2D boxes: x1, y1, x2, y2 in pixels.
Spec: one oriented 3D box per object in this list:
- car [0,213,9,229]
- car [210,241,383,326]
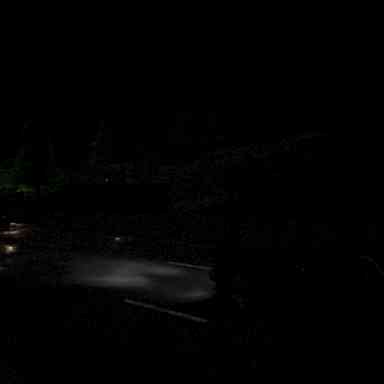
[{"bbox_3d":[-14.462,1.853,22.905,4.181,1.385,1.994,-1,-1,35],"label":"car"},{"bbox_3d":[2.717,1.610,6.351,4.718,1.301,1.895,0,0,35],"label":"car"}]
